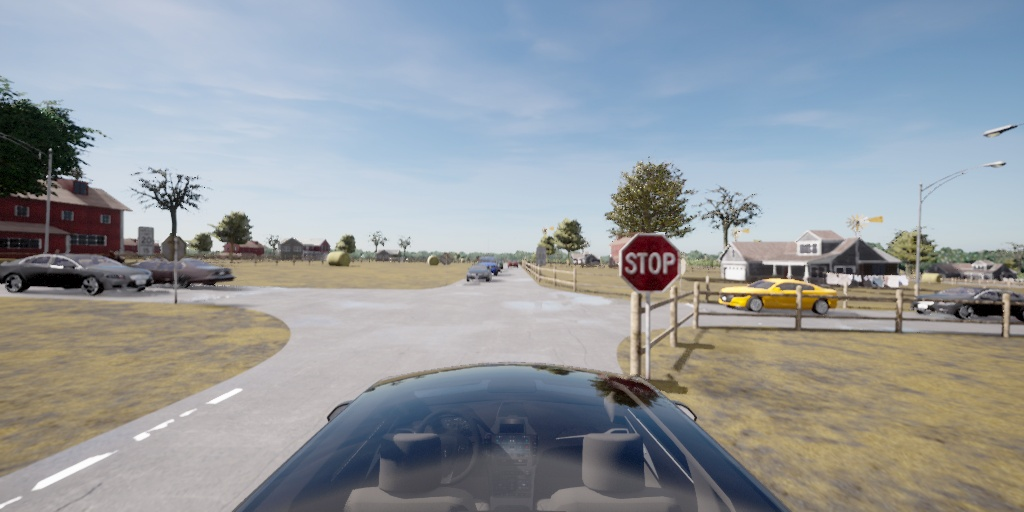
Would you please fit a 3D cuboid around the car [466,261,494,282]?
[{"bbox_3d":[-2.774,1.437,30.709,1.812,1.442,4.674,0,0,1],"label":"car"}]

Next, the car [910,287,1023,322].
[{"bbox_3d":[22.140,2.243,17.178,4.902,1.511,2.128,2,0,0],"label":"car"}]

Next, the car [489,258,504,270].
[{"bbox_3d":[-2.606,1.326,61.707,2.150,2.045,5.566,0,0,1],"label":"car"}]

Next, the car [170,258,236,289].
[{"bbox_3d":[-16.637,0.789,17.381,5.357,1.411,2.033,2,0,-2],"label":"car"}]

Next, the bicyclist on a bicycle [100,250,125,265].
[{"bbox_3d":[-22.567,0.500,20.289,0.582,1.620,1.656,2,-1,0],"label":"bicyclist on a bicycle"}]

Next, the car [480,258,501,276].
[{"bbox_3d":[-2.731,1.191,40.952,2.150,2.045,5.566,0,0,0],"label":"car"}]

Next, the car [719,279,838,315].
[{"bbox_3d":[12.603,1.850,17.140,5.008,1.535,1.882,2,0,-2],"label":"car"}]

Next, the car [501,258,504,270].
[{"bbox_3d":[-2.699,1.386,51.011,2.097,1.767,4.553,0,0,0],"label":"car"}]

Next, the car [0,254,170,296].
[{"bbox_3d":[-17.222,0.694,14.294,4.902,1.511,2.128,2,0,0],"label":"car"}]
